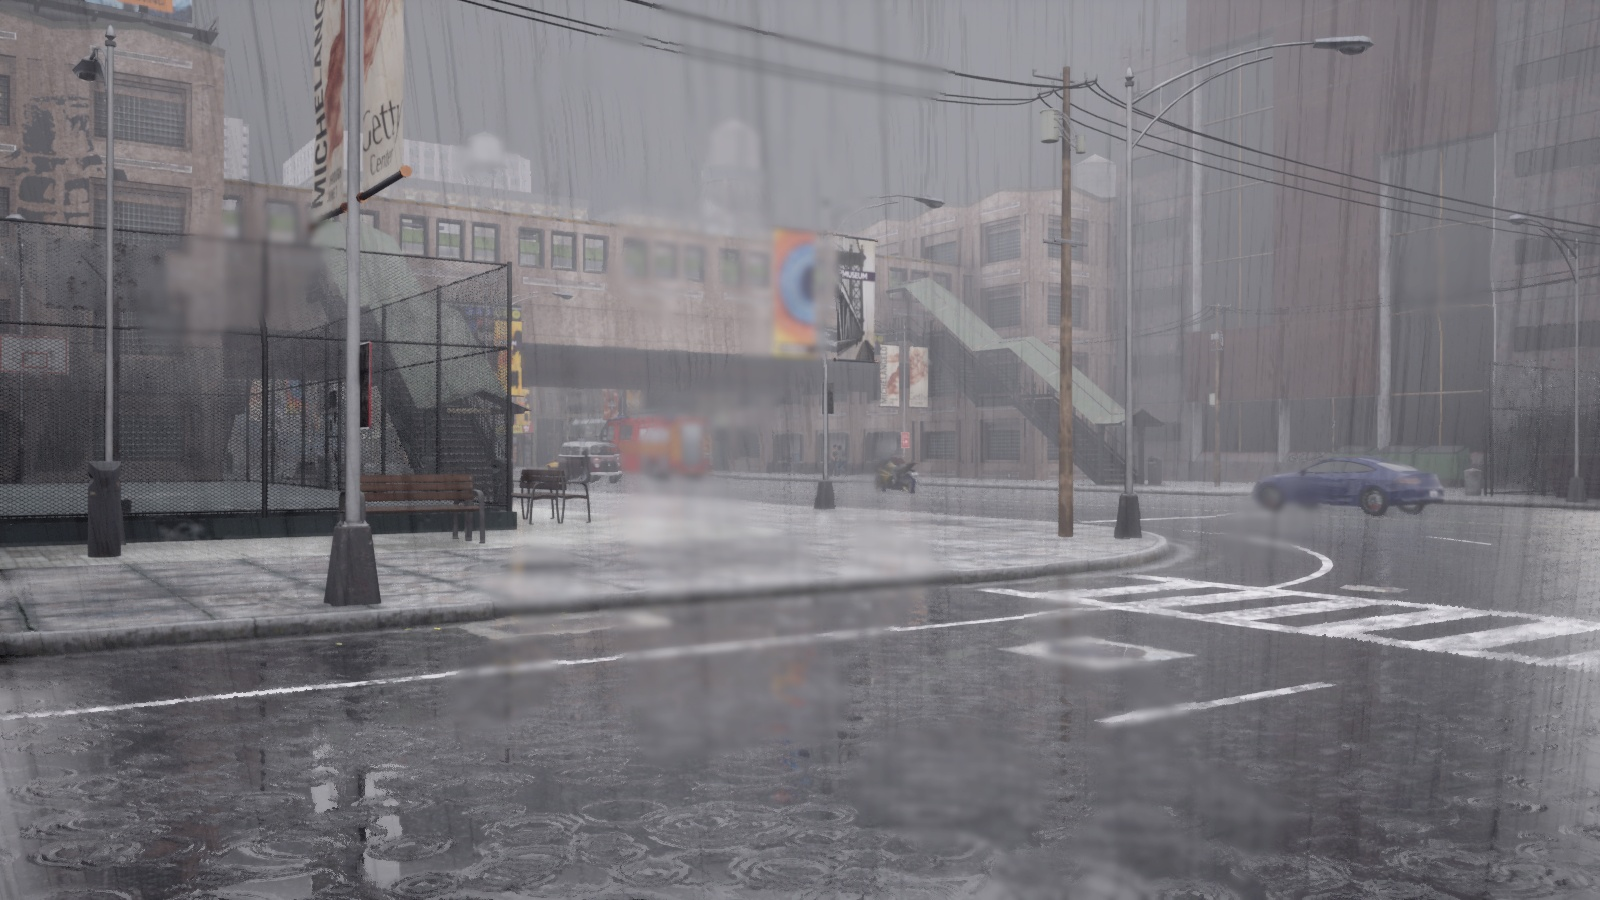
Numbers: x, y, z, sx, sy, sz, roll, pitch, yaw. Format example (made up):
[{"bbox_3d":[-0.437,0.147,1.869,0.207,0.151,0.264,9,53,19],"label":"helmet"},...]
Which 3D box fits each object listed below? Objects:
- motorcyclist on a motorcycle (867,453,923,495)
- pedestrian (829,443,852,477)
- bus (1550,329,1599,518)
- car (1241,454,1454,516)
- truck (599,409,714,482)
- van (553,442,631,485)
[{"bbox_3d":[3.526,0.887,46.826,0.866,1.530,2.191,0,0,-36],"label":"motorcyclist on a motorcycle"},{"bbox_3d":[2.263,0.568,70.182,0.900,1.855,0.874,0,0,42],"label":"pedestrian"},{"bbox_3d":[21.879,-0.615,25.924,3.944,4.253,10.273,0,0,-34],"label":"bus"},{"bbox_3d":[13.722,0.819,31.749,1.812,1.442,4.674,0,0,-34],"label":"car"},{"bbox_3d":[-8.209,-0.229,70.657,2.891,3.827,8.468,0,0,-34],"label":"truck"},{"bbox_3d":[-10.144,0.639,60.898,2.069,2.038,4.480,0,0,-33],"label":"van"}]
